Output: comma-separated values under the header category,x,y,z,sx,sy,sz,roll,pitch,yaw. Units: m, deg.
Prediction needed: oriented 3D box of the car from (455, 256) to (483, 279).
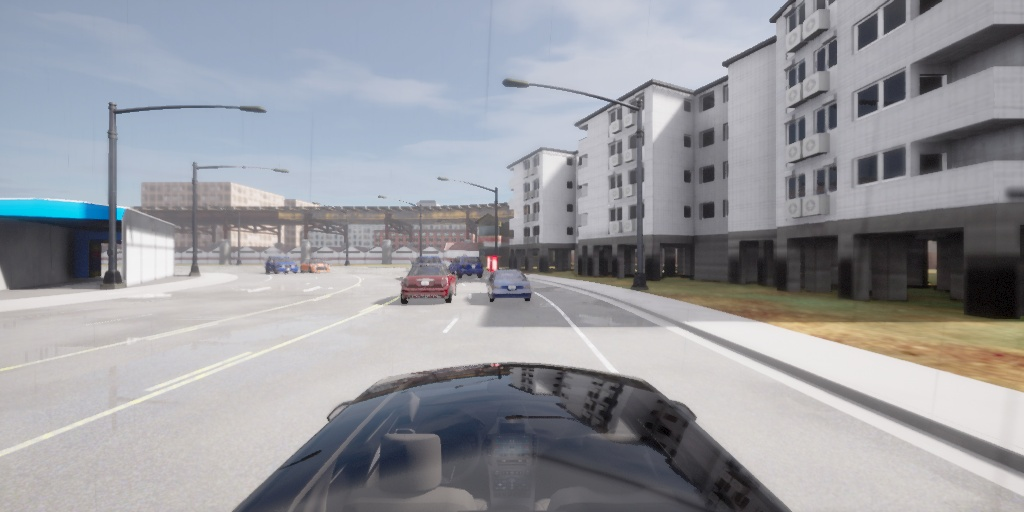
category,x,y,z,sx,sy,sz,roll,pitch,yaw
car,-4.325,1.008,33.066,2.150,2.045,5.566,0,0,-23

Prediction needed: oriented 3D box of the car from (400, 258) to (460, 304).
category,x,y,z,sx,sy,sz,roll,pitch,yaw
car,-3.715,1.116,16.627,2.097,1.767,4.553,0,0,-5

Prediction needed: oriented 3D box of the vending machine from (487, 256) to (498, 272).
category,x,y,z,sx,sy,sz,roll,pitch,yaw
vending machine,-2.290,0.944,42.060,1.100,2.100,0.880,0,0,-30

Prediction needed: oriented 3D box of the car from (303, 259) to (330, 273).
category,x,y,z,sx,sy,sz,roll,pitch,yaw
car,-23.461,1.154,42.703,4.553,1.767,2.097,0,0,43

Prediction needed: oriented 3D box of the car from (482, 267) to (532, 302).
category,x,y,z,sx,sy,sz,roll,pitch,yaw
car,-0.233,1.313,16.983,2.033,1.411,5.357,0,0,-5

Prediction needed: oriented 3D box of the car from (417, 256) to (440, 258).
category,x,y,z,sx,sy,sz,roll,pitch,yaw
car,-7.543,1.008,31.689,2.150,2.045,5.566,0,0,-23

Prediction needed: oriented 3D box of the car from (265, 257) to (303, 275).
category,x,y,z,sx,sy,sz,roll,pitch,yaw
car,-25.811,1.076,40.109,5.566,2.045,2.150,0,0,43
